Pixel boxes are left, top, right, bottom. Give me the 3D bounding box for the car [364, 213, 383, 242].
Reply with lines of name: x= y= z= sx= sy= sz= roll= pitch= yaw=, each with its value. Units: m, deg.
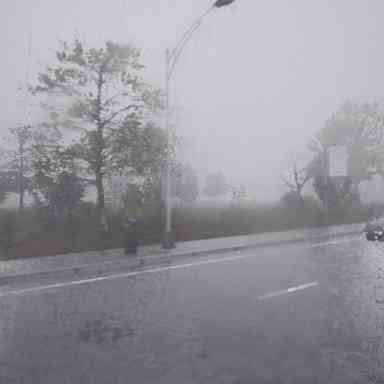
car: x=9.821 y=1.496 z=15.287 sx=4.892 sy=1.490 sz=1.837 roll=0 pitch=0 yaw=-35
